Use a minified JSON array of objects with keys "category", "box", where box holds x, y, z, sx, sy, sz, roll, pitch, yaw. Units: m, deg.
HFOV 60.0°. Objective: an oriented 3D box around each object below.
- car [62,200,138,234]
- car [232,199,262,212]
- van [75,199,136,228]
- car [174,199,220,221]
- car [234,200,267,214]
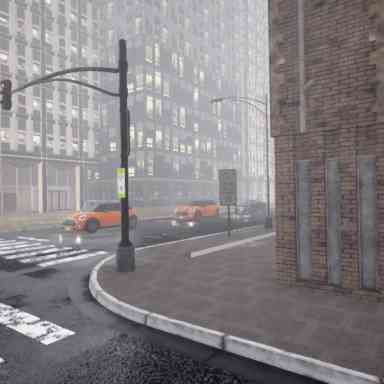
[{"category":"car","box":[-5.426,1.416,19.935,2.097,1.767,4.553,-1,-1,37]},{"category":"car","box":[6.896,1.689,41.407,1.752,1.417,4.829,-2,-1,36]},{"category":"van","box":[-5.989,1.460,23.534,1.690,1.788,3.998,-2,-1,36]},{"category":"car","box":[0.484,1.435,28.080,2.097,1.767,4.553,-1,-1,36]},{"category":"car","box":[6.547,1.595,36.476,2.128,1.511,4.902,-1,-1,36]}]
